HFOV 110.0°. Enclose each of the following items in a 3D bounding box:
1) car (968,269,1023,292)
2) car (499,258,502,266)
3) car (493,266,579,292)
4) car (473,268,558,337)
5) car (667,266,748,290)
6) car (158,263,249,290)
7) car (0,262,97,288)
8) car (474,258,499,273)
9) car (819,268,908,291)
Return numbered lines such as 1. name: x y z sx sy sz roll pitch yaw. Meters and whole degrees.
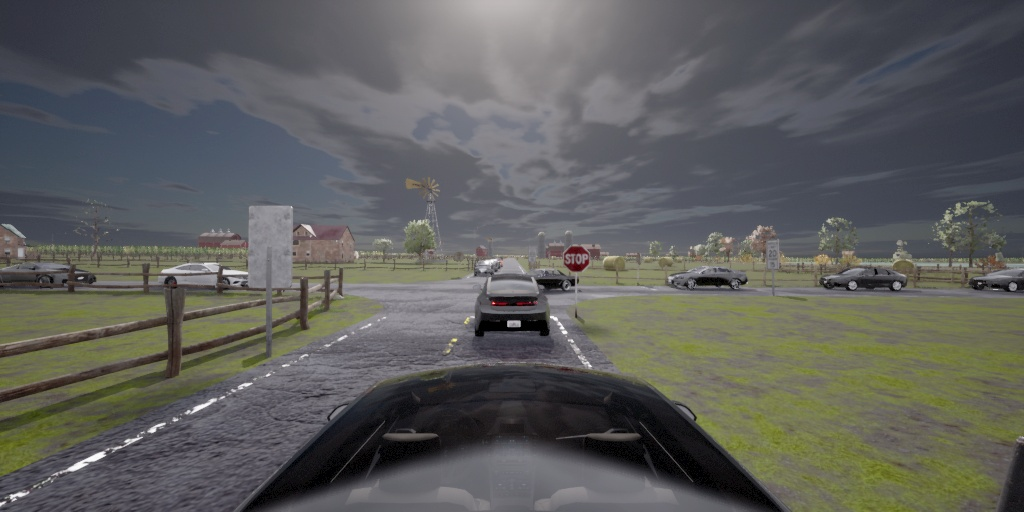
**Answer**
1. car: 33.591 1.604 23.916 4.892 1.490 1.837 0 -1 -1
2. car: -2.809 1.241 46.494 2.128 1.511 4.902 0 0 0
3. car: 1.517 1.369 20.403 4.718 1.301 1.895 1 0 -35
4. car: -0.065 1.256 10.359 1.837 1.490 4.892 0 0 -3
5. car: 12.819 1.397 23.621 4.902 1.511 2.128 1 -1 -2
6. car: -17.226 1.103 20.332 4.674 1.442 1.812 1 -1 -1
7. car: -26.346 1.048 20.218 4.181 1.385 1.994 1 -1 -1
8. car: -2.825 1.243 37.048 2.128 1.511 4.902 0 0 0
9. car: 23.203 1.509 23.796 4.892 1.490 1.837 1 -1 -1
